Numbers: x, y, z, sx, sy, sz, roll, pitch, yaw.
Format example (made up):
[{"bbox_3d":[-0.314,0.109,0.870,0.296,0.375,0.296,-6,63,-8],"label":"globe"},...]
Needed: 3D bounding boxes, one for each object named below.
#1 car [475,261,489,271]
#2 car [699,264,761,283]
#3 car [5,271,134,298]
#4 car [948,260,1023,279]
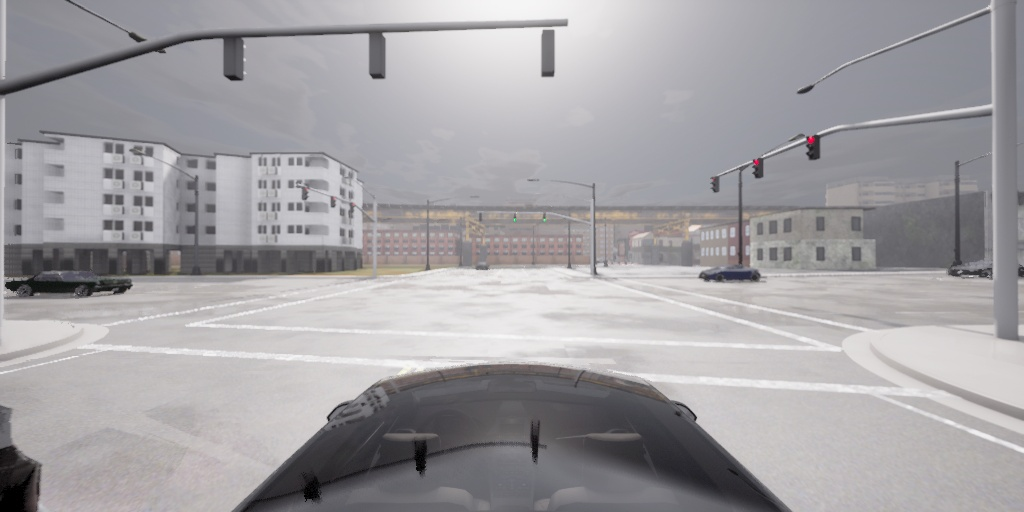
[{"bbox_3d":[-4.845,1.590,58.056,1.882,1.535,5.008,0,1,2],"label":"car"},{"bbox_3d":[17.024,1.335,28.140,4.181,1.385,1.994,-1,0,1],"label":"car"},{"bbox_3d":[-23.029,1.446,18.827,4.718,1.301,1.895,0,0,0],"label":"car"},{"bbox_3d":[36.709,1.018,27.743,4.181,1.385,1.994,-1,0,1],"label":"car"}]
